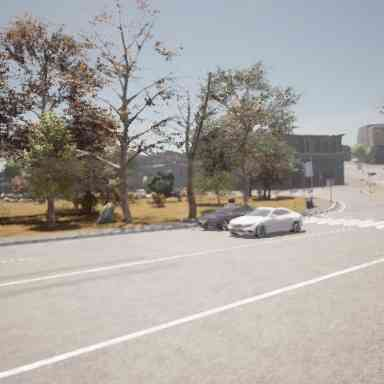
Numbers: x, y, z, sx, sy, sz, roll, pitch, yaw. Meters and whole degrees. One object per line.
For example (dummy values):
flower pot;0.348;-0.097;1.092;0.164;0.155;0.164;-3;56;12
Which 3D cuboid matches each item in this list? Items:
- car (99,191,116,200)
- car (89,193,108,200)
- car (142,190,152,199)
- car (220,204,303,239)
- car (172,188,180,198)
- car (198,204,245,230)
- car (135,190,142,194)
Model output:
car;-19.953;1.042;78.047;2.231;1.521;4.892;-2;2;16
car;-22.331;1.070;79.825;2.097;1.535;5.008;-1;2;16
car;-7.931;0.733;69.158;1.946;1.575;5.366;-2;2;15
car;4.004;1.520;17.635;4.674;1.442;1.812;-1;0;-37
car;-3.042;0.282;65.953;2.435;2.045;5.566;-3;1;15
car;2.578;1.546;20.940;4.892;1.490;1.837;0;-1;-37
car;-10.327;0.561;71.087;2.435;2.045;5.566;-3;2;15
